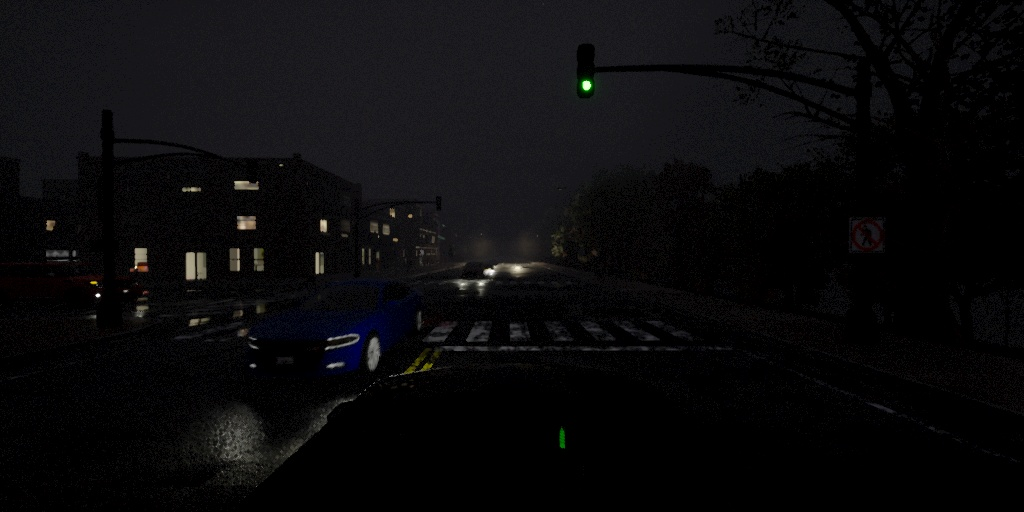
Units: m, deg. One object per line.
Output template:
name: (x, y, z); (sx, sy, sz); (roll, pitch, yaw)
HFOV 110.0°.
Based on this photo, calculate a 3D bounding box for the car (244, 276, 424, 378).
car: (-3.280, 1.236, 7.672); (1.882, 1.535, 5.008); (0, 0, 0)

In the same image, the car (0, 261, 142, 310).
car: (-20.419, 1.271, 16.318); (5.566, 2.045, 2.150); (-1, 1, -1)

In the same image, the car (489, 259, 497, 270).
car: (-3.598, 1.348, 51.119); (1.895, 1.301, 4.718); (0, 0, 0)

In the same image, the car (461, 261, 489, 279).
car: (-3.437, 1.260, 32.578); (1.882, 1.535, 5.008); (0, 1, 0)
